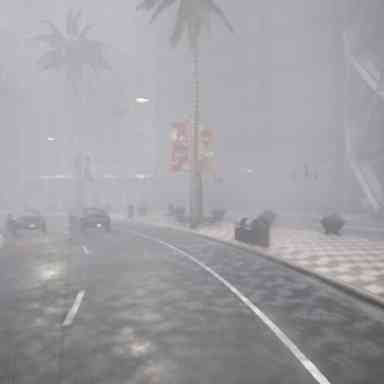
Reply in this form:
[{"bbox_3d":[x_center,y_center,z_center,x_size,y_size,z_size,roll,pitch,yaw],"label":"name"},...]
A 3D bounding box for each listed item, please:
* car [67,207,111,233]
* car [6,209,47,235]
[{"bbox_3d":[-6.745,1.729,21.582,1.837,1.490,4.892,1,-1,-32],"label":"car"},{"bbox_3d":[-10.374,1.764,20.800,1.812,1.442,4.674,0,-1,-34],"label":"car"}]
